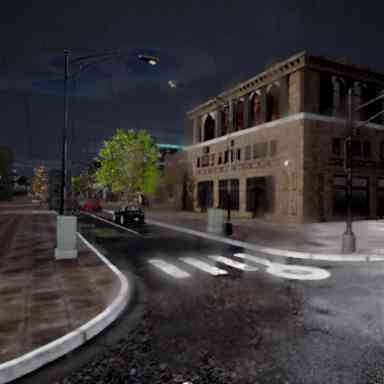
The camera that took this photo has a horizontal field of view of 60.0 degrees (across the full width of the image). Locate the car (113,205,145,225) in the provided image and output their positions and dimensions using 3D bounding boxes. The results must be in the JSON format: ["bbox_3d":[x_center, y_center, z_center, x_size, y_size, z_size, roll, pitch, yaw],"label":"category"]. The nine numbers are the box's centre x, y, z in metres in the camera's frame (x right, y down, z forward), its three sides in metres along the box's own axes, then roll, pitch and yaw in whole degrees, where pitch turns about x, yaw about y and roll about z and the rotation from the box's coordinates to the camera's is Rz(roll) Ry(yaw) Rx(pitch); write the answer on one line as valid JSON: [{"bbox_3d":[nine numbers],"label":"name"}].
[{"bbox_3d":[-4.846,1.701,25.527,2.008,1.369,4.403,1,-1,-25],"label":"car"}]

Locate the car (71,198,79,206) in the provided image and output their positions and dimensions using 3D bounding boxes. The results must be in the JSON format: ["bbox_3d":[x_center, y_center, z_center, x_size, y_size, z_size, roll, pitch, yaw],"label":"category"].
[{"bbox_3d":[-21.783,1.818,61.278,1.802,1.307,4.206,1,-1,-25],"label":"car"}]

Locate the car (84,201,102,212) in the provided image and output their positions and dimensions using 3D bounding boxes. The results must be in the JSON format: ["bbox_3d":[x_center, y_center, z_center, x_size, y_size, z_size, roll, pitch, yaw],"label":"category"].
[{"bbox_3d":[-12.334,1.733,41.296,1.887,1.381,4.507,1,-1,-25],"label":"car"}]
